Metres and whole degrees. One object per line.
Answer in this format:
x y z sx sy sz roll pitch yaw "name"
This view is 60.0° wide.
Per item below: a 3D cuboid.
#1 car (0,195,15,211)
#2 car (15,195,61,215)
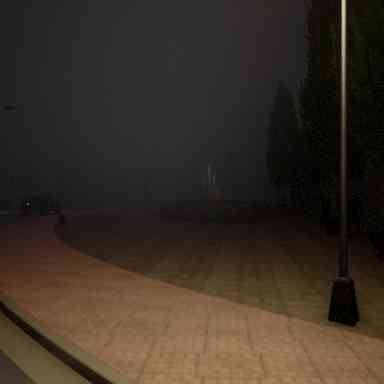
-22.177 1.343 43.103 2.150 2.045 5.566 0 -1 8 "car"
-15.935 1.331 35.466 2.150 2.045 5.566 0 0 5 "car"
